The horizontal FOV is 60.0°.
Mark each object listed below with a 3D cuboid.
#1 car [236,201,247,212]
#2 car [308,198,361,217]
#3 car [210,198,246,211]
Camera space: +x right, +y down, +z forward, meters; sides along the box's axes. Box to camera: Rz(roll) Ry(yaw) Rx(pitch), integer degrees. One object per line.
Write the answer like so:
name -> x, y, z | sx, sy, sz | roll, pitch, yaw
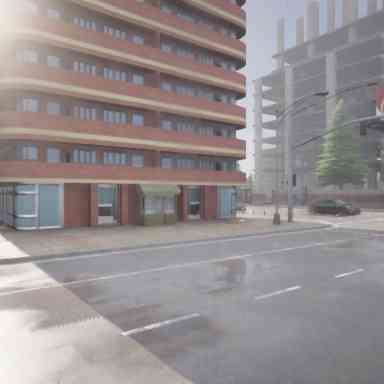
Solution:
car -> 4.088, 1.525, 37.505 | 1.812, 1.442, 4.674 | 0, 0, -36
car -> 13.204, 1.352, 30.978 | 2.097, 1.767, 4.553 | 0, 0, -36
car -> 4.562, 1.505, 42.781 | 1.837, 1.490, 4.892 | 0, 0, -36
